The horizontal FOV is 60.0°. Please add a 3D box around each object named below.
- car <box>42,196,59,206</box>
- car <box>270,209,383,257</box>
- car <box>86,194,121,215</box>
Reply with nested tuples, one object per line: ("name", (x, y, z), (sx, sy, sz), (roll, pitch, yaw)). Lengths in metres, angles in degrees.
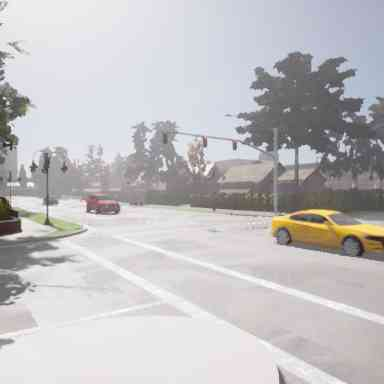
("car", (-23.264, 1.464, 54.721), (1.837, 1.490, 4.892), (0, 0, -35))
("car", (5.372, 1.477, 13.274), (1.882, 1.535, 5.008), (0, 0, -33))
("car", (-9.388, 1.255, 34.782), (2.150, 2.045, 5.566), (0, 1, -35))
